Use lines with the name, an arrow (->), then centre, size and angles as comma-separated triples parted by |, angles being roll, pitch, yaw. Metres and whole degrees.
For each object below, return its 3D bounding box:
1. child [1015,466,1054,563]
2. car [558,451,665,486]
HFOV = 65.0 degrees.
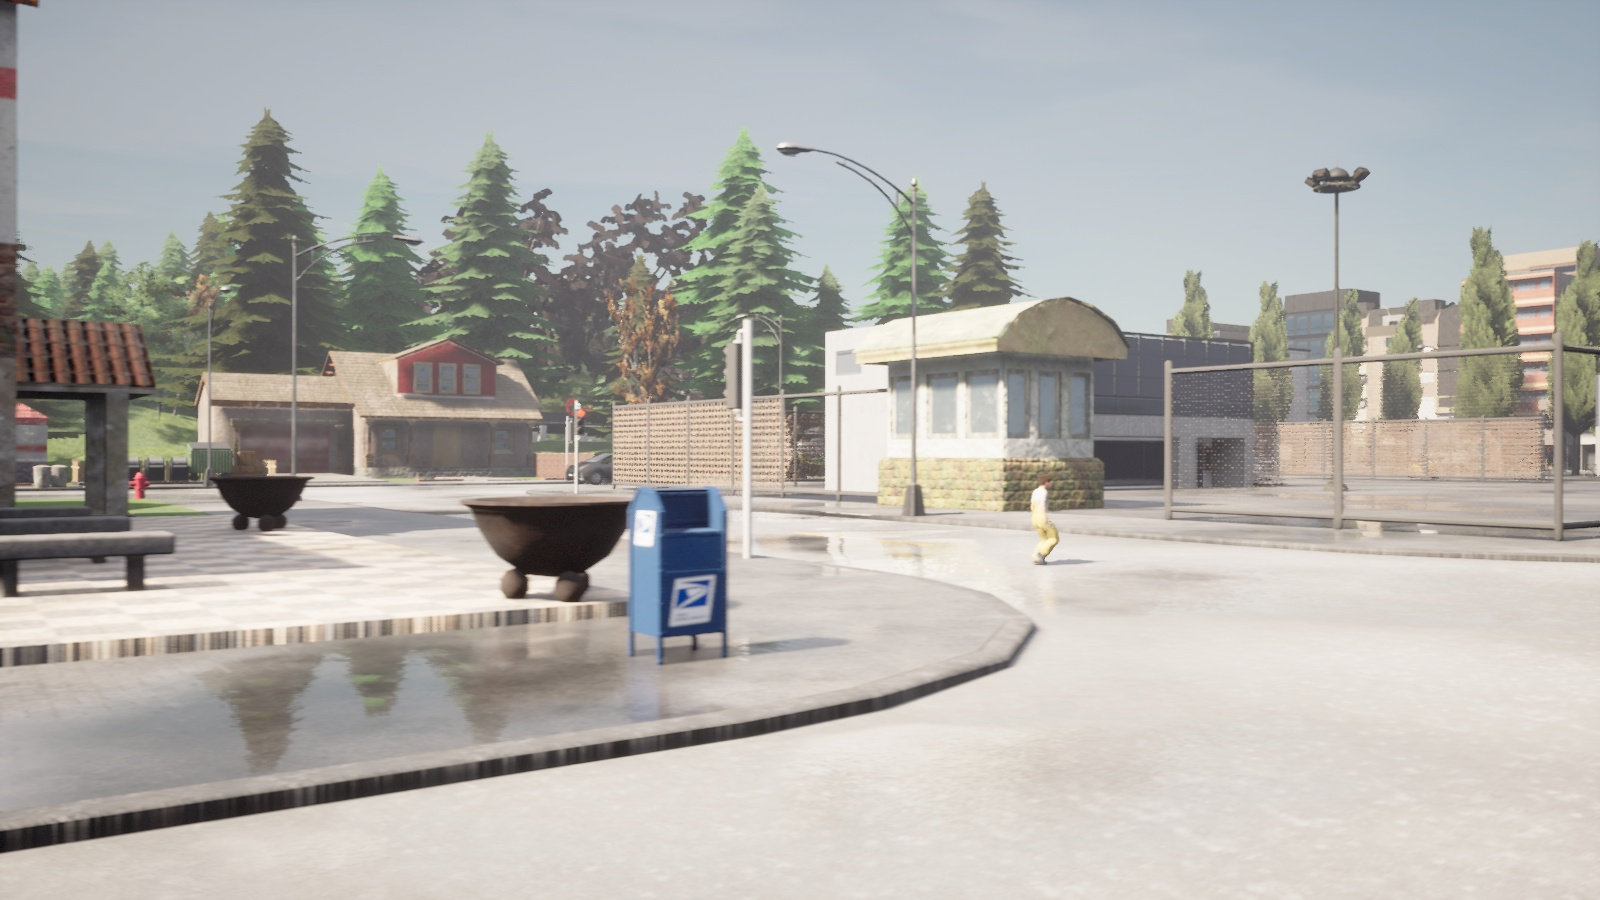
child -> 3.095, 0.842, 16.590 | 0.437, 1.263, 0.270 | 0, 0, -16
car -> -8.729, 0.838, 58.258 | 4.514, 1.525, 2.007 | 0, 0, -35
